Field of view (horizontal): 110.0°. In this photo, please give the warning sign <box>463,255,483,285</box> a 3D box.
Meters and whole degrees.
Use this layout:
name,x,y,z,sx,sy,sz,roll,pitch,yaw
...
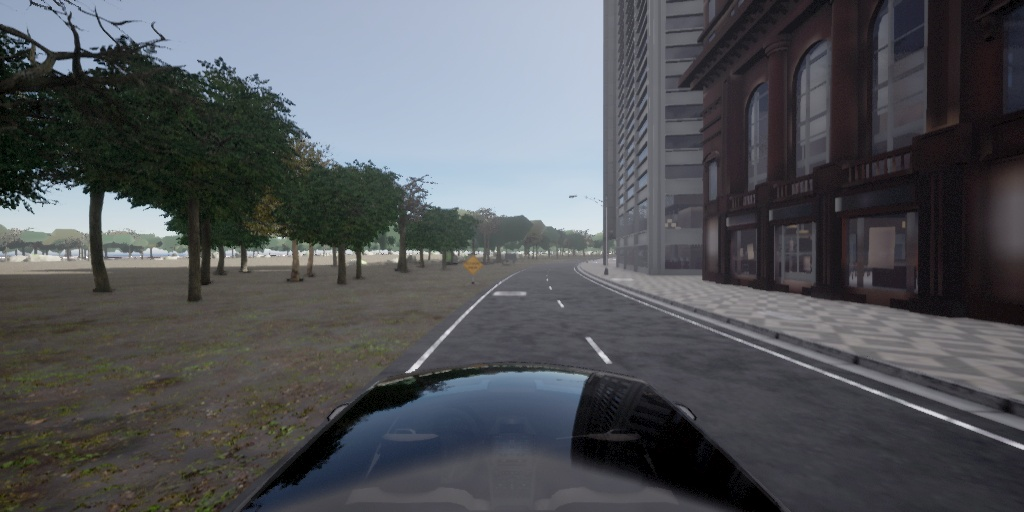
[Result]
name,x,y,z,sx,sy,sz,roll,pitch,yaw
warning sign,-2.421,0.855,22.264,1.300,1.860,1.060,0,0,3
